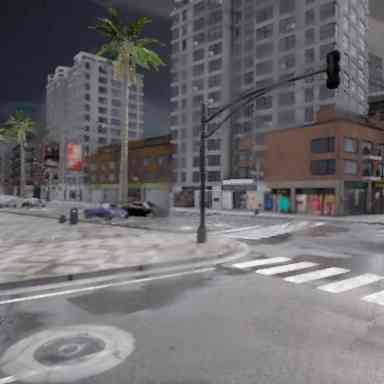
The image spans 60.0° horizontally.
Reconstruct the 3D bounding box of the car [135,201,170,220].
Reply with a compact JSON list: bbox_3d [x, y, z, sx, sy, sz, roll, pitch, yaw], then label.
[{"bbox_3d":[-4.074,1.573,29.271,5.008,1.535,1.882,1,0,40],"label":"car"}]

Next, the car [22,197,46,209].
[{"bbox_3d":[-21.437,1.465,44.934,4.674,1.442,1.812,0,0,44],"label":"car"}]

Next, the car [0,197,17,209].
[{"bbox_3d":[-24.320,1.427,43.197,4.674,1.442,1.812,0,0,44],"label":"car"}]

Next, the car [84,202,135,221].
[{"bbox_3d":[-7.210,1.581,27.676,4.674,1.442,1.812,1,0,41],"label":"car"}]
